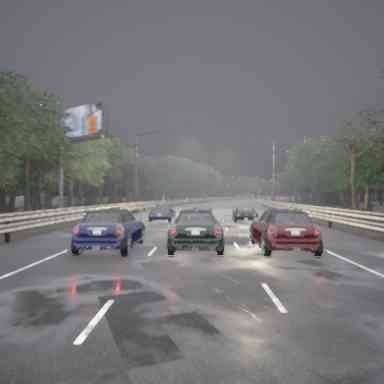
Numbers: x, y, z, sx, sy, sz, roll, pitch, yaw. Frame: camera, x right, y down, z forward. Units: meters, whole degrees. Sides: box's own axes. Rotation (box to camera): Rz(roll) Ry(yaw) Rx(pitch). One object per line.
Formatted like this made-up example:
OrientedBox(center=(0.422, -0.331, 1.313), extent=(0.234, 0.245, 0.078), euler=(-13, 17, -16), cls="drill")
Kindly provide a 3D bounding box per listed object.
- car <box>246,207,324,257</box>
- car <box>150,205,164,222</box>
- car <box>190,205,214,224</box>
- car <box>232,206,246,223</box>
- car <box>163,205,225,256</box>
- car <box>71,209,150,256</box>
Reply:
OrientedBox(center=(3.693, 1.482, 13.766), extent=(2.097, 1.767, 4.553), euler=(0, -1, 2), cls="car")
OrientedBox(center=(-2.538, 1.841, 29.109), extent=(1.994, 1.385, 4.181), euler=(0, -1, 4), cls="car")
OrientedBox(center=(0.933, 1.875, 28.686), extent=(1.895, 1.301, 4.718), euler=(0, -1, 4), cls="car")
OrientedBox(center=(4.425, 1.874, 28.452), extent=(1.895, 1.301, 4.718), euler=(0, -1, 4), cls="car")
OrientedBox(center=(0.194, 1.482, 13.871), extent=(2.097, 1.767, 4.553), euler=(0, -1, 2), cls="car")
OrientedBox(center=(-3.305, 1.482, 13.971), extent=(2.097, 1.767, 4.553), euler=(0, -1, 2), cls="car")
